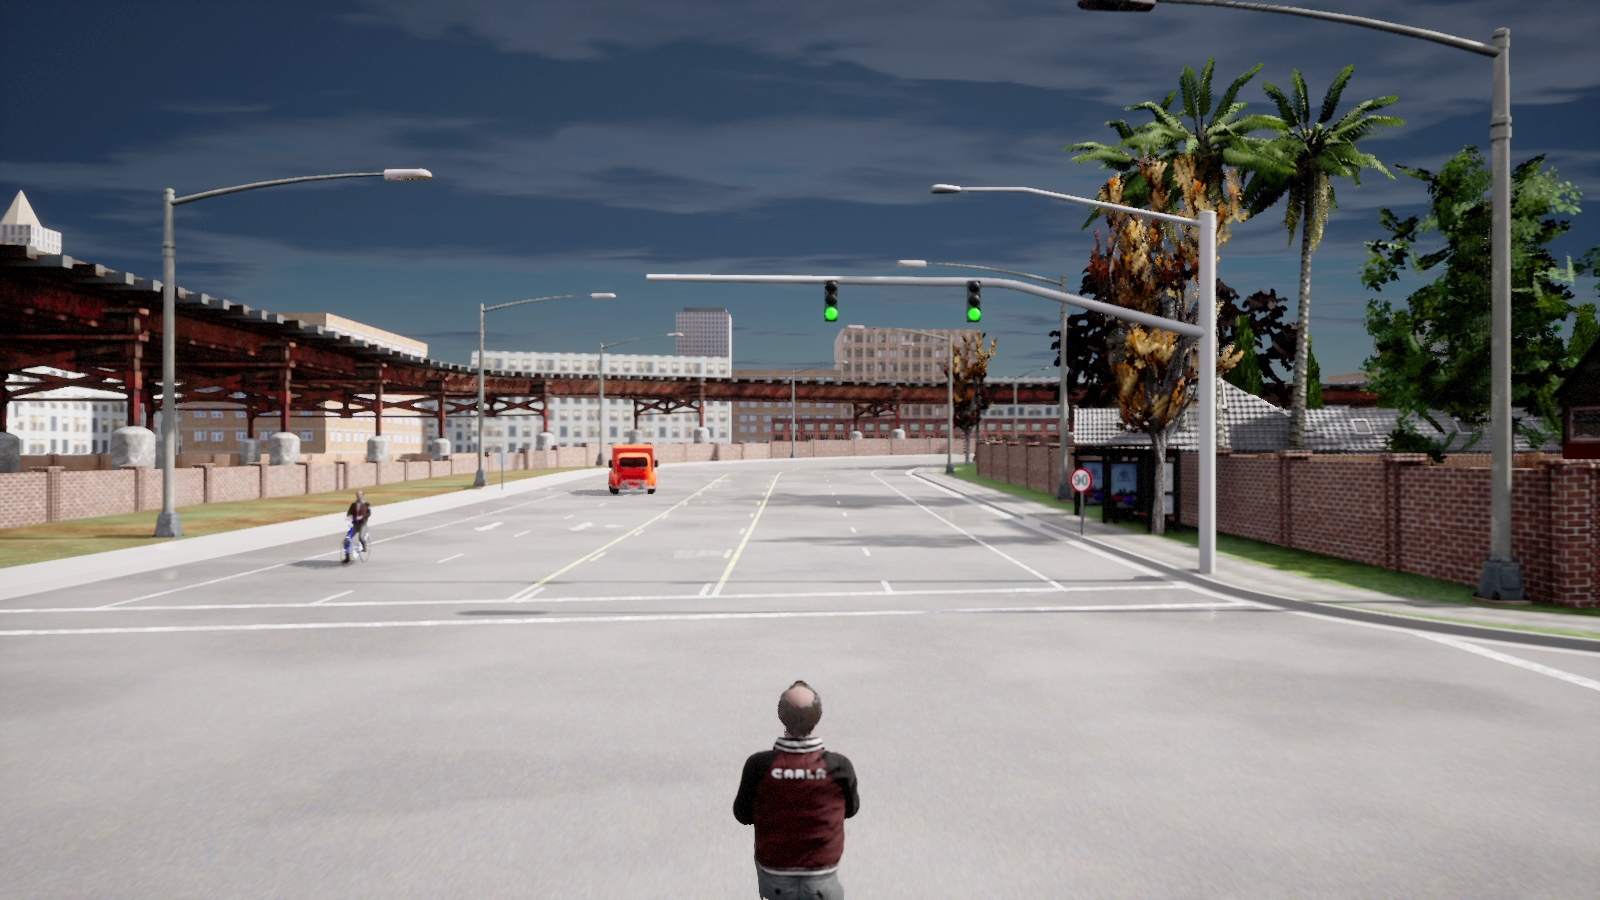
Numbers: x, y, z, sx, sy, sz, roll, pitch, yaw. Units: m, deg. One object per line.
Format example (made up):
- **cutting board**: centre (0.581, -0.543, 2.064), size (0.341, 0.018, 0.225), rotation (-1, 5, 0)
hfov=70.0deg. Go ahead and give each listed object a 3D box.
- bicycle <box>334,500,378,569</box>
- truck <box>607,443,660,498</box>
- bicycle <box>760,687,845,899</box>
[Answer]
- **bicycle**: centre (-10.483, 1.971, 26.996), size (0.329, 1.496, 1.835), rotation (0, 0, 0)
- **truck**: centre (-8.735, 0.992, 59.733), size (2.627, 2.467, 5.204), rotation (0, 3, -9)
- **bicycle**: centre (0.012, 2.044, 5.322), size (0.329, 1.496, 1.835), rotation (0, 0, 0)
